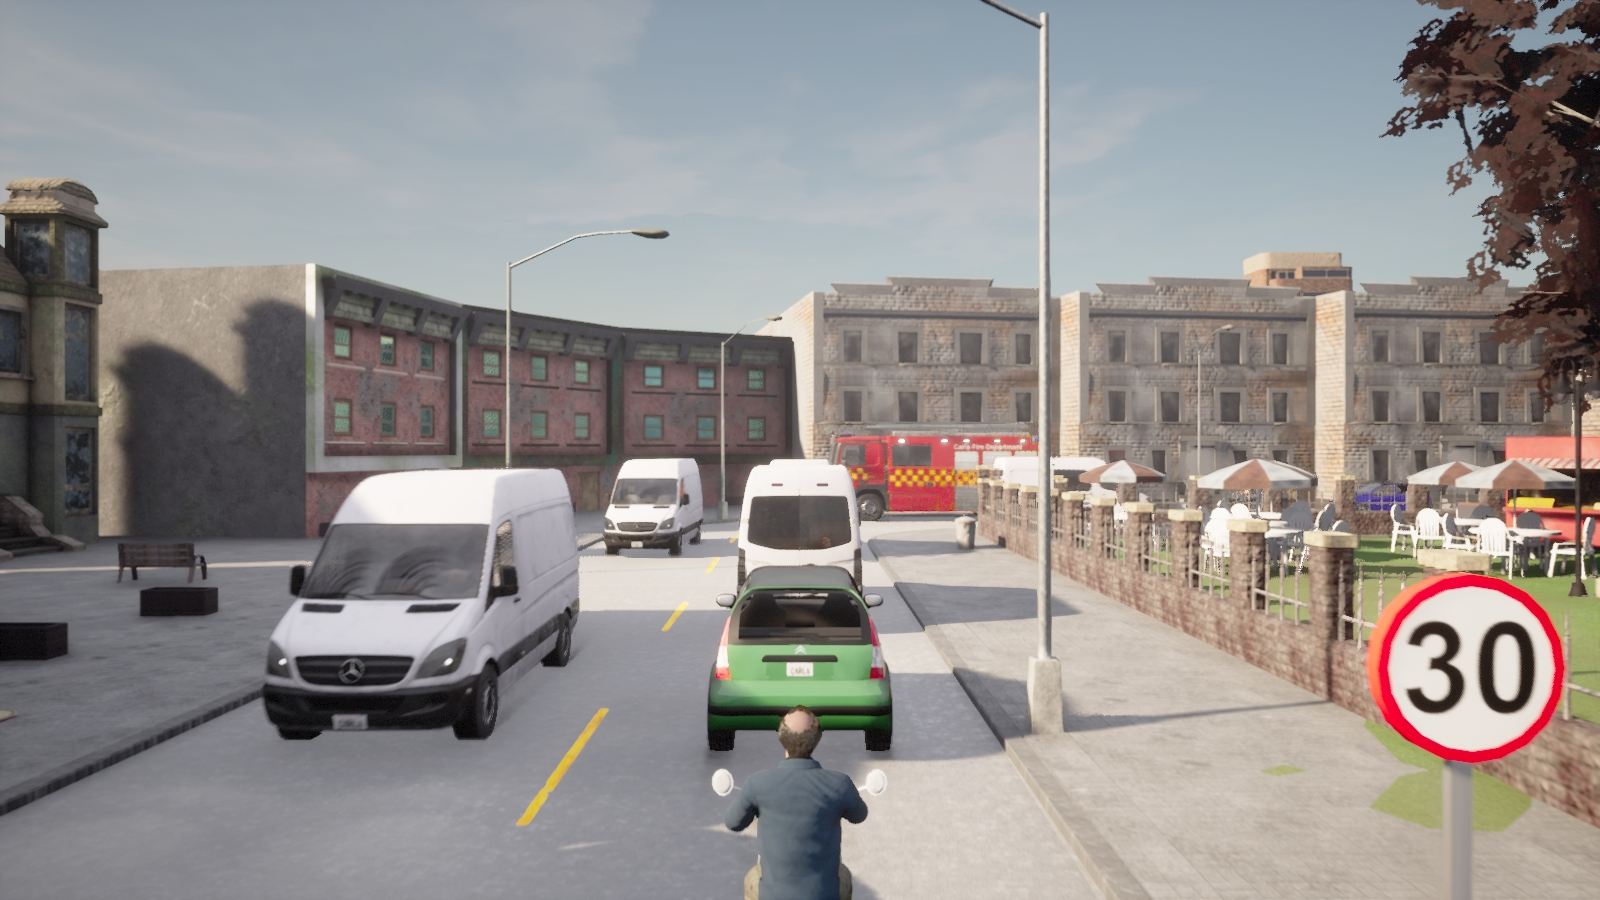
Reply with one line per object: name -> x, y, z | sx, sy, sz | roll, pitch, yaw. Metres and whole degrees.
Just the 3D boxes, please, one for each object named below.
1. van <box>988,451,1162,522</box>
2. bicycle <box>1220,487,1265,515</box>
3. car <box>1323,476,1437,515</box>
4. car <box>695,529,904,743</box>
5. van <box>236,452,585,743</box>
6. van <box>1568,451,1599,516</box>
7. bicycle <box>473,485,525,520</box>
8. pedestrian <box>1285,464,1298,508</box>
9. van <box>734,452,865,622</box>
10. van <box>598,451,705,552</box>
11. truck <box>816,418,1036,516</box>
van -> 10.090, 1.314, 42.164 | 5.915, 2.561, 1.988 | 0, 0, -3
bicycle -> 17.809, 2.035, 46.016 | 1.487, 1.080, 0.859 | 0, 0, 0
car -> 23.316, 1.817, 46.004 | 3.633, 1.501, 1.845 | 0, 0, 0
car -> -0.005, 1.779, 12.090 | 1.851, 1.617, 3.988 | 0, 0, 0
van -> -4.013, 1.313, 13.103 | 1.988, 2.561, 5.915 | 0, 0, 0
van -> 34.569, 1.313, 46.025 | 5.915, 2.561, 1.988 | 0, 0, 0
bicycle -> -11.076, 1.939, 42.044 | 1.835, 1.271, 0.329 | 0, 0, 0
pedestrian -> 20.942, 1.522, 48.696 | 0.375, 1.860, 0.375 | 0, 0, -3
van -> -0.008, 1.314, 20.225 | 1.988, 2.561, 5.915 | 0, 0, 0
van -> -4.040, 1.314, 32.059 | 1.988, 2.561, 5.915 | 0, 0, 3
truck -> 4.948, 0.671, 46.076 | 8.468, 3.827, 2.891 | 0, 0, -2
